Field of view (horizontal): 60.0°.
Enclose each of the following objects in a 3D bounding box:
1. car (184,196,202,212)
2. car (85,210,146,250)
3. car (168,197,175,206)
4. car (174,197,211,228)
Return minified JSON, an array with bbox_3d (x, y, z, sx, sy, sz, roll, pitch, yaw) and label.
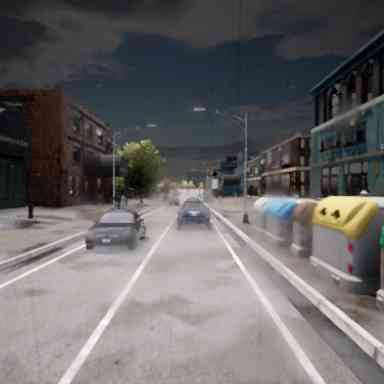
[{"bbox_3d":[0.116,1.424,39.812,2.097,1.767,4.553,0,0,0],"label":"car"},{"bbox_3d":[-3.091,1.510,14.314,1.812,1.442,4.674,0,0,0],"label":"car"},{"bbox_3d":[-3.026,1.643,56.649,1.837,1.490,4.892,0,0,1],"label":"car"},{"bbox_3d":[0.111,1.362,22.117,2.097,1.767,4.553,0,0,0],"label":"car"}]
